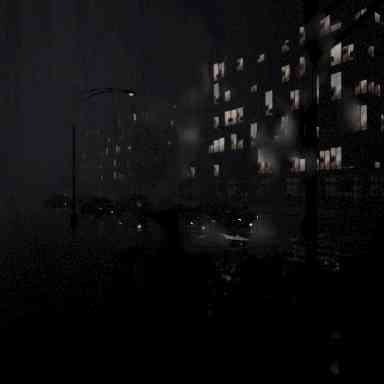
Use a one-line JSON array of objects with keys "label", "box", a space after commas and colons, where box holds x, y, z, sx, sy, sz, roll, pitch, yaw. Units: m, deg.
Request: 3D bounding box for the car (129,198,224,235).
[{"label": "car", "box": [-1.040, 1.292, 17.663, 2.033, 1.411, 5.357, 0, 1, -38]}]

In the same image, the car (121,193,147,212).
[{"label": "car", "box": [-4.625, 0.911, 27.462, 2.097, 1.767, 4.553, 0, 1, -38]}]

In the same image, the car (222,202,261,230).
[{"label": "car", "box": [1.566, 1.289, 19.662, 2.033, 1.411, 5.357, 0, 1, -36]}]

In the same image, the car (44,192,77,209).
[{"label": "car", "box": [-13.255, 0.947, 33.186, 1.994, 1.385, 4.181, 0, 1, -38]}]

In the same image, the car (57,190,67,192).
[{"label": "car", "box": [-25.424, 0.299, 64.814, 1.812, 1.442, 4.674, 0, 1, -38]}]

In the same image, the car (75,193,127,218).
[{"label": "car", "box": [-7.054, 1.092, 25.288, 1.812, 1.442, 4.674, 0, 1, -38]}]

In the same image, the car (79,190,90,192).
[{"label": "car", "box": [-18.092, 0.485, 55.463, 2.128, 1.511, 4.902, 0, 1, -38]}]
